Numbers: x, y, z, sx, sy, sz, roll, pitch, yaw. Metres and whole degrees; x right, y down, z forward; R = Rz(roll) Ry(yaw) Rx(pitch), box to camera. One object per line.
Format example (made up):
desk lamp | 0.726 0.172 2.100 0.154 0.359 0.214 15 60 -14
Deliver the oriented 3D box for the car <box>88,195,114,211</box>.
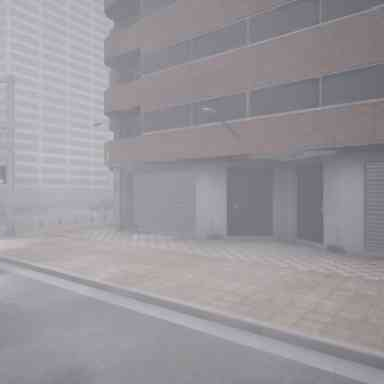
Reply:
car | -10.478 1.505 40.915 1.837 1.490 4.892 0 0 37

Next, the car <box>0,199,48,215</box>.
car | -16.726 1.505 32.660 1.837 1.490 4.892 0 0 37
